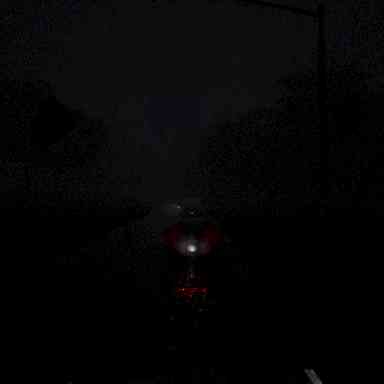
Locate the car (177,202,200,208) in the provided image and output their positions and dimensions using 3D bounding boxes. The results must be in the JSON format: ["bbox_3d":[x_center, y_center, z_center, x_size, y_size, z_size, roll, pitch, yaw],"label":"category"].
[{"bbox_3d":[0.016,1.825,27.543,2.033,1.411,5.357,0,-1,0],"label":"car"}]

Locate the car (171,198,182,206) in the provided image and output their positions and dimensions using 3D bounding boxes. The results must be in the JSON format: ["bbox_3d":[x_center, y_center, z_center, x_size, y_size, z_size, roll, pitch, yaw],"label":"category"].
[{"bbox_3d":[-2.999,1.940,65.738,2.128,1.511,4.902,0,0,0],"label":"car"}]

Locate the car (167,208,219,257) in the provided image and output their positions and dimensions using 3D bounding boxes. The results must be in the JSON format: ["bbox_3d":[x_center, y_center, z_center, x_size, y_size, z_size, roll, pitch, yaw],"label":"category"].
[{"bbox_3d":[0.026,1.644,13.515,1.837,1.490,4.892,0,0,1],"label":"car"}]
